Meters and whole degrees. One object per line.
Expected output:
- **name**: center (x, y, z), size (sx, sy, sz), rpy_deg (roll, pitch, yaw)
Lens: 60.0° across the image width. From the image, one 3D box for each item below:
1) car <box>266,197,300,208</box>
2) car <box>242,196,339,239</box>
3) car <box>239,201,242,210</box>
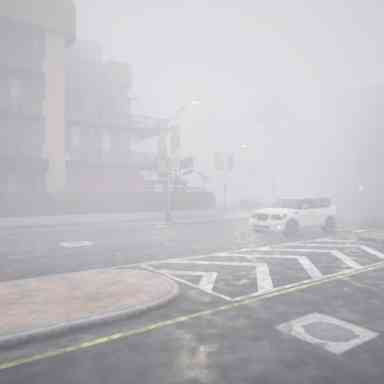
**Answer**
- **car**: center (13.773, 1.498, 50.538), size (1.837, 1.490, 4.892), rpy_deg (0, 0, -35)
- **car**: center (5.603, 1.221, 17.853), size (5.566, 2.045, 2.150), rpy_deg (0, 0, -36)
- **car**: center (7.701, 1.487, 40.239), size (2.128, 1.511, 4.902), rpy_deg (0, 0, -32)
